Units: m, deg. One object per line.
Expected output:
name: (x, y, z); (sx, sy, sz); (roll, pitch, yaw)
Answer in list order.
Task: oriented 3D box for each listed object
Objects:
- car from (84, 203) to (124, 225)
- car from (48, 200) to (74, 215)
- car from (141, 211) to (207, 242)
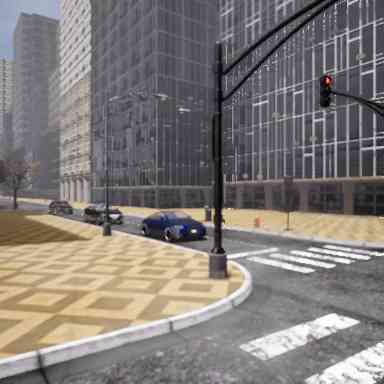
car: (-6.930, 1.643, 25.863); (2.128, 1.511, 4.902); (0, 0, -35)
car: (-14.384, 1.674, 36.431); (1.837, 1.490, 4.892); (0, 0, -35)
car: (-1.049, 1.703, 17.550); (1.994, 1.385, 4.181); (0, 0, -35)
